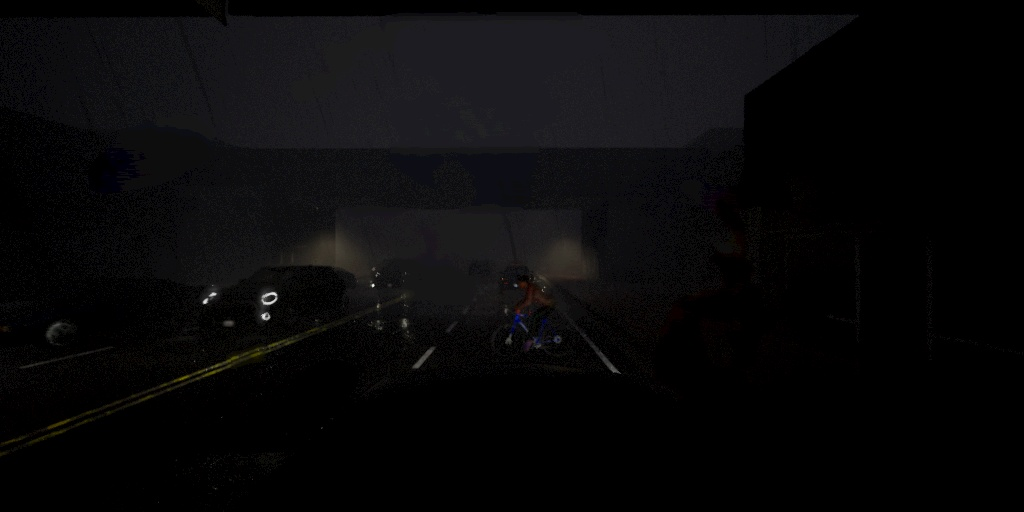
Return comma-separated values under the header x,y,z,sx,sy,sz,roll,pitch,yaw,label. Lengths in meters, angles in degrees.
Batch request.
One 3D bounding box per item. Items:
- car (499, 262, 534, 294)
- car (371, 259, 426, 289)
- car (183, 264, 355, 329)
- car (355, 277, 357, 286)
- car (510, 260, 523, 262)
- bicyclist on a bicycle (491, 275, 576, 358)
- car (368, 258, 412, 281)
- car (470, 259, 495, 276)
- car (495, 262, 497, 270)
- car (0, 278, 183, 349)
x,y,z,sx,sy,sz,roll,pitch,yaw,label
0.251,1.249,19.887,1.812,1.442,4.674,0,0,1,car
-6.926,1.071,22.506,2.097,1.767,4.553,0,0,0,car
-7.026,1.087,11.156,2.097,1.767,4.553,0,0,1,car
-10.431,1.286,20.048,1.994,1.385,4.181,0,0,1,car
0.473,1.174,38.588,1.882,1.535,5.008,0,0,2,car
0.403,1.185,6.980,1.656,1.620,0.582,-2,0,1,bicyclist on a bicycle
-10.295,1.059,30.656,2.097,1.767,4.553,0,0,1,car
-3.090,1.178,36.038,1.882,1.535,5.008,0,0,1,car
-3.071,1.172,48.350,2.128,1.511,4.902,0,0,-1,car
-10.545,1.286,9.377,2.033,1.411,5.357,0,0,1,car
